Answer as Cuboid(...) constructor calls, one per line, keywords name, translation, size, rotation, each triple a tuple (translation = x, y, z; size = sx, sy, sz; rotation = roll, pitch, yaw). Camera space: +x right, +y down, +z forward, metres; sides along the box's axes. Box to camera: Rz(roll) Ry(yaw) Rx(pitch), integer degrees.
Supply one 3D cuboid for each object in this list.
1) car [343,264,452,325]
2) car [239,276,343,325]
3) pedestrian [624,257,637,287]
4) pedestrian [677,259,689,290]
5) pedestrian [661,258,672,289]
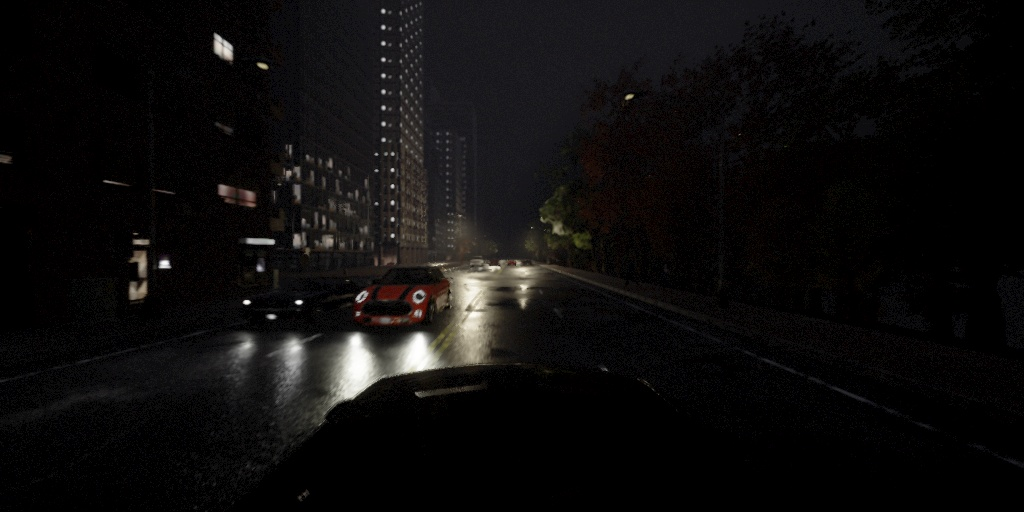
Cuboid(name="car", translation=(-3.313, 1.105, 11.704), size=(2.097, 1.767, 4.553), rotation=(0, 0, 0))
Cuboid(name="car", translation=(-6.561, 1.356, 12.000), size=(1.895, 1.301, 4.718), rotation=(0, 0, 0))
Cuboid(name="pedestrian", translation=(7.062, 0.900, 21.401), size=(0.375, 1.860, 0.375), rotation=(0, 0, 0))
Cuboid(name="pedestrian", translation=(9.830, 1.044, 20.802), size=(0.375, 1.860, 0.375), rotation=(0, 0, 0))
Cuboid(name="pedestrian", translation=(8.736, 0.899, 20.200), size=(0.375, 1.860, 0.375), rotation=(0, 0, 0))
